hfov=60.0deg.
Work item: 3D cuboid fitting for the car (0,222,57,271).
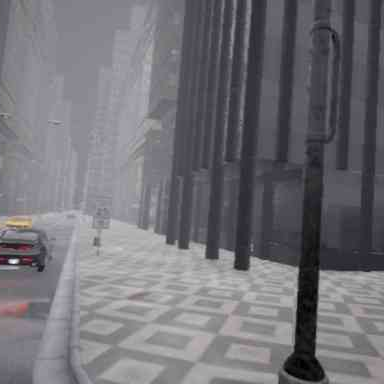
[{"bbox_3d":[-6.779,2.232,13.548,1.837,1.490,4.892,6,-5,-18],"label":"car"}]

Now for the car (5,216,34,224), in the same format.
[{"bbox_3d":[-15.807,2.942,30.620,1.882,1.535,5.008,6,-5,-18],"label":"car"}]
